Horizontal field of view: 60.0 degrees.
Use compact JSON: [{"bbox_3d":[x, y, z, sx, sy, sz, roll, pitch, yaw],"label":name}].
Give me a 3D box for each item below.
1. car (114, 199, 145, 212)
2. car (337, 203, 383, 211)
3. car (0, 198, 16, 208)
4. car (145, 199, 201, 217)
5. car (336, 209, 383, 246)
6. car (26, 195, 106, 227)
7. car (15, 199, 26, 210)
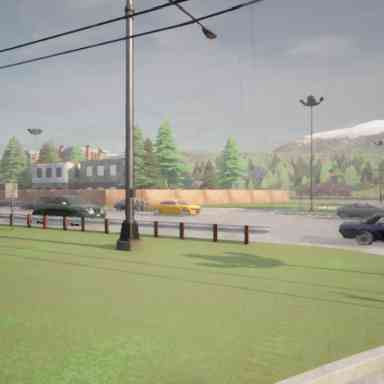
[{"bbox_3d":[-6.784,1.523,38.037,4.674,1.442,1.812,0,0,28],"label":"car"},{"bbox_3d":[13.976,1.558,27.014,4.181,1.385,1.994,0,0,28],"label":"car"},{"bbox_3d":[-26.223,1.564,48.374,4.181,1.385,1.994,0,0,28],"label":"car"},{"bbox_3d":[-1.567,1.474,31.305,5.008,1.535,1.882,0,0,28],"label":"car"},{"bbox_3d":[8.766,1.598,13.931,4.718,1.301,1.895,0,0,28],"label":"car"},{"bbox_3d":[-8.591,1.220,23.146,5.566,2.045,2.150,0,0,28],"label":"car"},{"bbox_3d":[-18.407,1.547,40.246,5.357,1.411,2.033,0,0,28],"label":"car"}]
